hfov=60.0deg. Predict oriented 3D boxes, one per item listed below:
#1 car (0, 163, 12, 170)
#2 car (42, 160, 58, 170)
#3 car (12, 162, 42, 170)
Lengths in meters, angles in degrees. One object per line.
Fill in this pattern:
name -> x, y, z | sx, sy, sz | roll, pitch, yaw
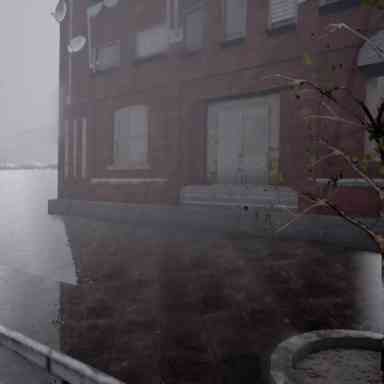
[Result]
car -> -26.638, -3.491, 48.314 | 4.674, 1.452, 2.002 | 1, 1, 28
car -> -16.722, -3.419, 43.419 | 4.553, 1.767, 2.185 | 1, 1, 26
car -> -21.804, -3.422, 45.859 | 4.892, 1.521, 2.231 | 1, 1, 27
